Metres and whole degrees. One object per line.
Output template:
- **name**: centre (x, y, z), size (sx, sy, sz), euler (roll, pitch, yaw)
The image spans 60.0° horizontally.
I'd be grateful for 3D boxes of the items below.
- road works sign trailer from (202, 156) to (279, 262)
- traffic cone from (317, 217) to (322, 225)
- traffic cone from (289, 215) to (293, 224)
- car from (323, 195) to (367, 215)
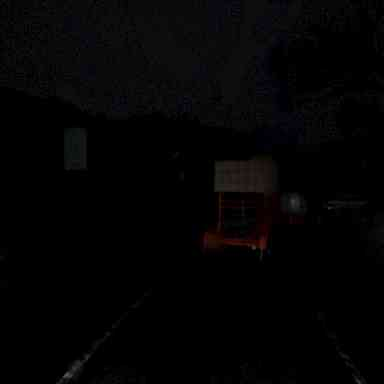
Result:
- **road works sign trailer**: centre (1.968, 0.475, 12.528), size (2.380, 3.560, 2.880), euler (1, 0, 26)
- **traffic cone**: centre (9.043, 2.034, 23.527), size (0.340, 0.580, 0.340), euler (1, 0, 26)
- **traffic cone**: centre (7.248, 2.002, 24.408), size (0.340, 0.580, 0.340), euler (1, 0, 26)
- **car**: centre (16.667, 1.349, 36.098), size (5.566, 2.045, 2.150), euler (1, 0, -32)
